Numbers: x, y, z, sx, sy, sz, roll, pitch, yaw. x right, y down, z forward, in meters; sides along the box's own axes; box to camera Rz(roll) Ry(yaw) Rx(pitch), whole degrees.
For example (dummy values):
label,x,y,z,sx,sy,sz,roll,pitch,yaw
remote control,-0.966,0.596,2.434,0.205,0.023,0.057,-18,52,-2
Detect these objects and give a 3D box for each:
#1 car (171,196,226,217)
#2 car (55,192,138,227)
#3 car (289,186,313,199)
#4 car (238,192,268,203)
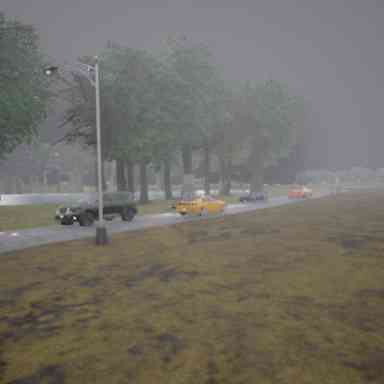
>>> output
label,x,y,z,sx,sy,sz,roll,pitch,yaw
car,0.870,1.020,26.140,1.882,1.535,5.008,-1,1,36
car,-5.979,1.021,21.512,2.150,2.045,5.566,-1,0,35
car,15.364,-0.022,46.732,2.097,1.767,4.553,-1,1,36
car,7.446,0.659,40.521,1.895,1.301,4.718,-1,1,36
